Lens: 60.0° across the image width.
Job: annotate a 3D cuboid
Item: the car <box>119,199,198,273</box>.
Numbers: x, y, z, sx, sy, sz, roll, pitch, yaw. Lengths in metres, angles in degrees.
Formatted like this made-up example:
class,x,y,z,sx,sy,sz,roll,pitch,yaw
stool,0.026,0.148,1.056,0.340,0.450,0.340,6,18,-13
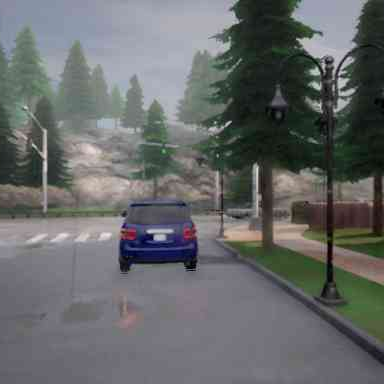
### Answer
class,x,y,z,sx,sy,sz,roll,pitch,yaw
car,-1.172,1.234,10.969,2.150,2.045,5.566,0,0,-8

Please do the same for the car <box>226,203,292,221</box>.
class,x,y,z,sx,sy,sz,roll,pitch,yaw
car,5.046,1.454,24.789,4.718,1.301,1.895,0,0,-12
